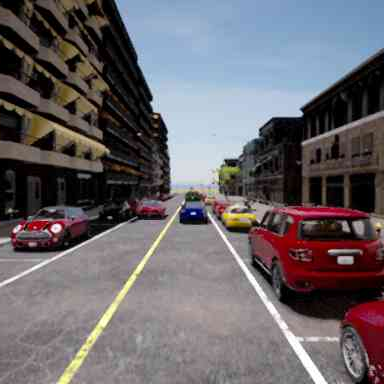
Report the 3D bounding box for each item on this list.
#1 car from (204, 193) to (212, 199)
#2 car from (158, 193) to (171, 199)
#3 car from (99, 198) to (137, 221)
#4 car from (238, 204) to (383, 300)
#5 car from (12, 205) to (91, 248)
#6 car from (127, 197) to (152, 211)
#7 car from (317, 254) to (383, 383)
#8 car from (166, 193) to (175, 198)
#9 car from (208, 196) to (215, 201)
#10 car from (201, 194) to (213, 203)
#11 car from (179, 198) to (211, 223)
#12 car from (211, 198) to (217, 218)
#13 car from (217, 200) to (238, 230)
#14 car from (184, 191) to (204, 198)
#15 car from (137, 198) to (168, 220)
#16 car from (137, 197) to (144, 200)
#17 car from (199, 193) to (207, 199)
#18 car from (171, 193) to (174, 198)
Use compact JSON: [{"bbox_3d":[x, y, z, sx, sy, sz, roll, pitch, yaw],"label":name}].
[{"bbox_3d":[2.686,1.176,48.105,1.752,1.417,4.829,-1,0,0],"label":"car"},{"bbox_3d":[-5.693,1.075,64.997,1.887,1.381,4.507,-1,0,0],"label":"car"},{"bbox_3d":[-5.696,1.379,25.256,1.947,1.339,4.313,-1,0,0],"label":"car"},{"bbox_3d":[2.679,1.254,8.194,2.192,1.841,5.009,-1,0,0],"label":"car"},{"bbox_3d":[-5.705,1.336,13.900,1.967,1.590,4.097,-1,0,0],"label":"car"},{"bbox_3d":[-5.696,1.282,36.611,2.008,1.369,4.403,-1,0,0],"label":"car"},{"bbox_3d":[2.682,1.563,2.518,1.802,1.307,4.206,-1,0,0],"label":"car"},{"bbox_3d":[-5.691,0.922,87.706,2.008,1.369,4.403,-1,0,0],"label":"car"},{"bbox_3d":[2.684,1.355,30.904,1.802,1.307,4.206,-1,0,0],"label":"car"},{"bbox_3d":[2.686,1.116,59.290,1.887,1.381,4.507,-1,0,0],"label":"car"},{"bbox_3d":[0.102,1.387,24.011,1.994,1.385,4.181,0,0,0],"label":"car"},{"bbox_3d":[2.684,1.396,25.227,1.802,1.307,4.206,-1,0,0],"label":"car"},{"bbox_3d":[2.683,1.380,19.720,1.752,1.417,4.829,-1,0,0],"label":"car"},{"bbox_3d":[0.106,0.885,46.215,2.150,2.045,5.566,0,0,0],"label":"car"},{"bbox_3d":[-3.095,1.407,26.299,1.895,1.301,4.718,0,0,0],"label":"car"},{"bbox_3d":[-5.696,1.317,30.933,1.887,1.381,4.507,-1,0,0],"label":"car"},{"bbox_3d":[2.689,0.993,82.000,1.802,1.307,4.206,-1,0,0],"label":"car"},{"bbox_3d":[-5.692,1.016,76.352,1.947,1.339,4.313,-1,0,0],"label":"car"}]
